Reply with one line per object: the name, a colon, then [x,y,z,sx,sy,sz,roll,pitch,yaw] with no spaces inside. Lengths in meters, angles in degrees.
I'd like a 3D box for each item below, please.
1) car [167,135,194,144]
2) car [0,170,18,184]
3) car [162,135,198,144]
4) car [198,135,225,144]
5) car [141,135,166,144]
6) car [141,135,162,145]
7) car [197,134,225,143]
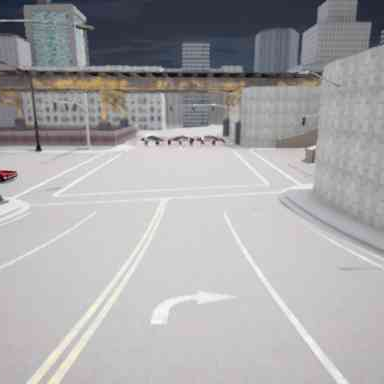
car: [-1.953,-9.166,57.497,4.536,1.218,1.853,-10,17,-35]
car: [-16.815,-1.384,26.895,4.718,1.301,1.895,0,14,0]
car: [-1.995,-9.006,57.504,4.974,1.542,2.038,-10,17,-35]
car: [3.378,-9.185,58.231,4.974,1.542,2.038,7,16,28]
car: [-6.640,-9.171,57.525,4.536,1.218,1.853,13,19,42]
car: [-6.603,-9.010,57.528,4.974,1.542,2.038,13,19,42]
car: [3.332,-9.344,58.218,4.536,1.218,1.853,7,16,28]
